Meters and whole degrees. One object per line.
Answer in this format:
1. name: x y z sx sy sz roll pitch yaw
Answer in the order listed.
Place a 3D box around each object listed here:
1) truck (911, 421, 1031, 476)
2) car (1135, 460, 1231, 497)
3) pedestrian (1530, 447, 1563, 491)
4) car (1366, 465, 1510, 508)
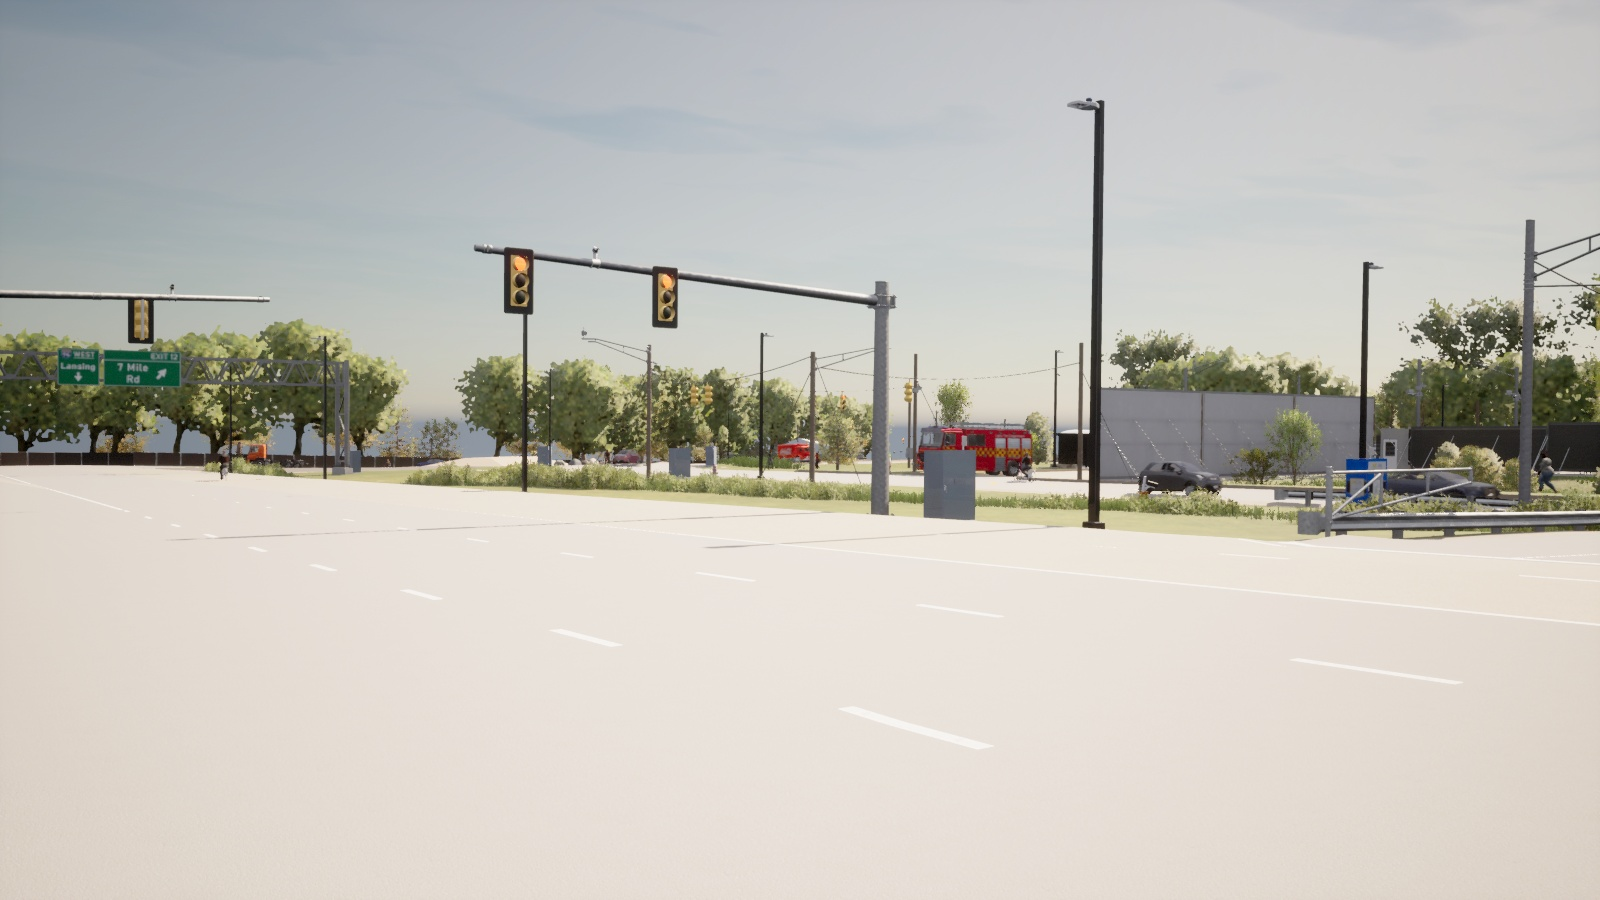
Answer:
1. truck: 12.356 -0.096 90.254 8.468 3.827 2.891 0 1 -29
2. car: 16.663 1.206 54.746 1.845 1.501 3.633 -1 1 -34
3. pedestrian: 32.523 0.811 54.695 0.874 1.855 0.900 -1 1 -34
4. car: 23.020 1.290 45.436 1.994 1.385 4.181 -1 0 -35
